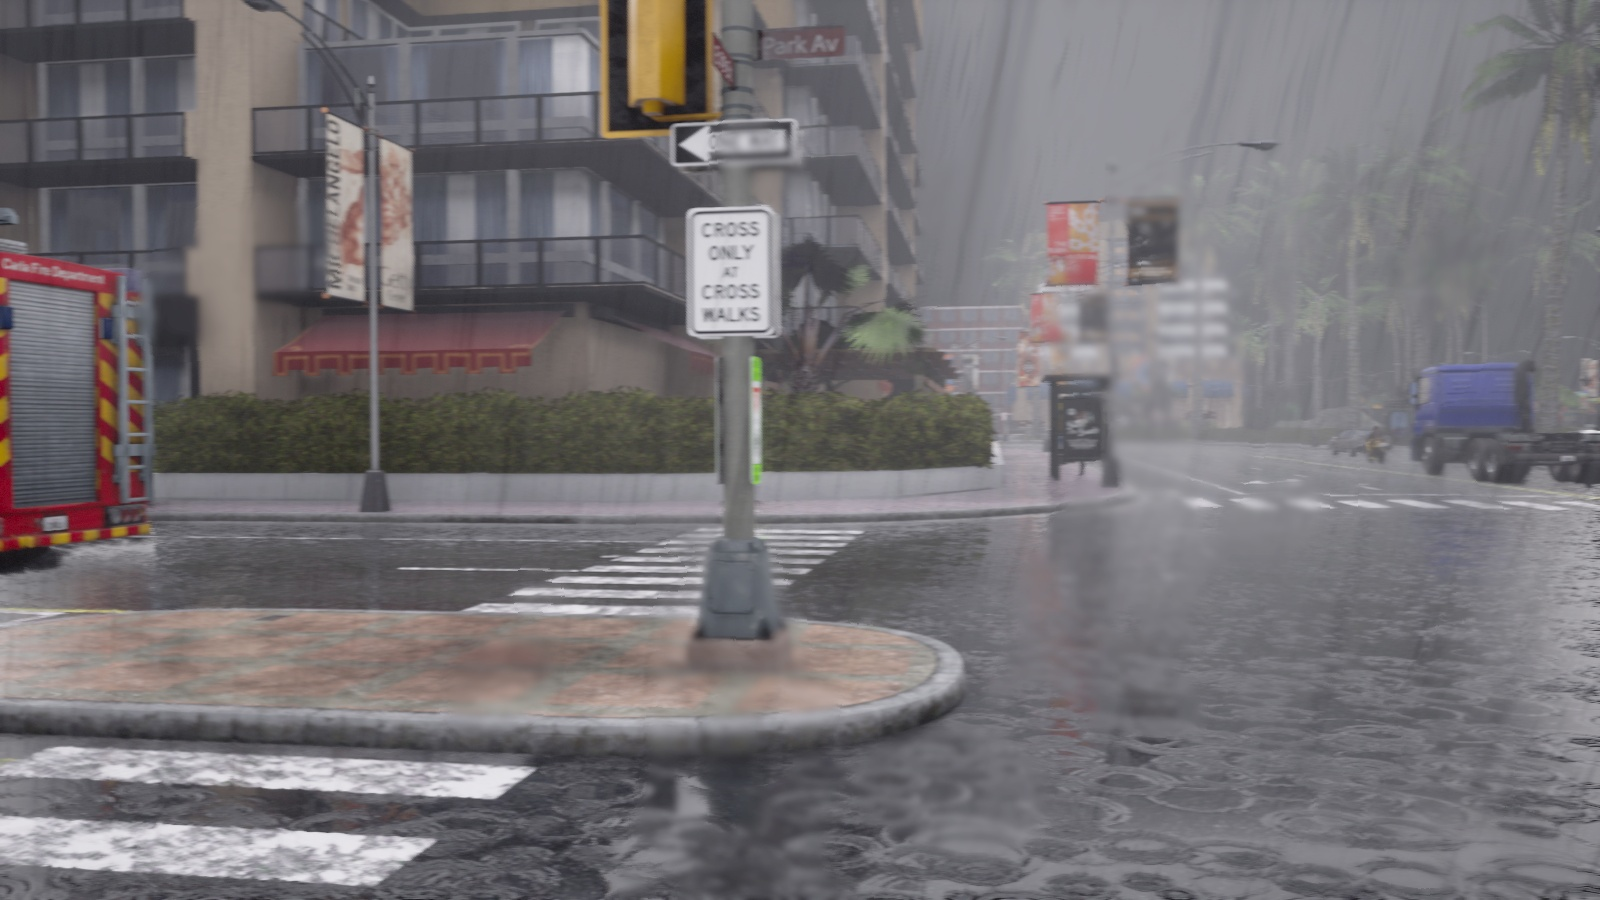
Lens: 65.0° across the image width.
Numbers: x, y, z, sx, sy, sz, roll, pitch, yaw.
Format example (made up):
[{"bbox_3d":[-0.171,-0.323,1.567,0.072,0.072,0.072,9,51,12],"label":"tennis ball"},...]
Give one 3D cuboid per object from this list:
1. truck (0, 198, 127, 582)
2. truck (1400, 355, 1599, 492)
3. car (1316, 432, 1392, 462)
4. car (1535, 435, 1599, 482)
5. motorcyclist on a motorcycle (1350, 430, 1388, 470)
[{"bbox_3d":[-12.093,-0.622,13.530,8.468,3.827,2.891,0,1,9],"label":"truck"},{"bbox_3d":[19.942,-0.753,35.916,2.891,3.462,7.936,0,1,9],"label":"truck"},{"bbox_3d":[27.843,-0.203,63.340,2.033,1.411,5.357,0,1,7],"label":"car"},{"bbox_3d":[23.946,0.242,38.732,1.481,1.376,2.207,0,1,9],"label":"car"},{"bbox_3d":[22.052,-0.018,48.698,0.797,1.523,2.044,0,1,9],"label":"motorcyclist on a motorcycle"}]
